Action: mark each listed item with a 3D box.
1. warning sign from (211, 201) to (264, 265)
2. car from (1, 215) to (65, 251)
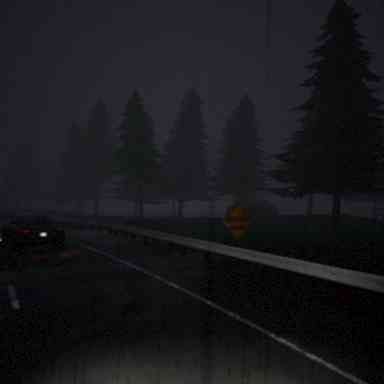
[{"bbox_3d":[1.439,1.241,10.661,1.300,1.860,1.060,0,-1,-32],"label":"warning sign"},{"bbox_3d":[-7.342,1.734,15.265,1.994,1.385,4.181,1,-1,-38],"label":"car"}]
